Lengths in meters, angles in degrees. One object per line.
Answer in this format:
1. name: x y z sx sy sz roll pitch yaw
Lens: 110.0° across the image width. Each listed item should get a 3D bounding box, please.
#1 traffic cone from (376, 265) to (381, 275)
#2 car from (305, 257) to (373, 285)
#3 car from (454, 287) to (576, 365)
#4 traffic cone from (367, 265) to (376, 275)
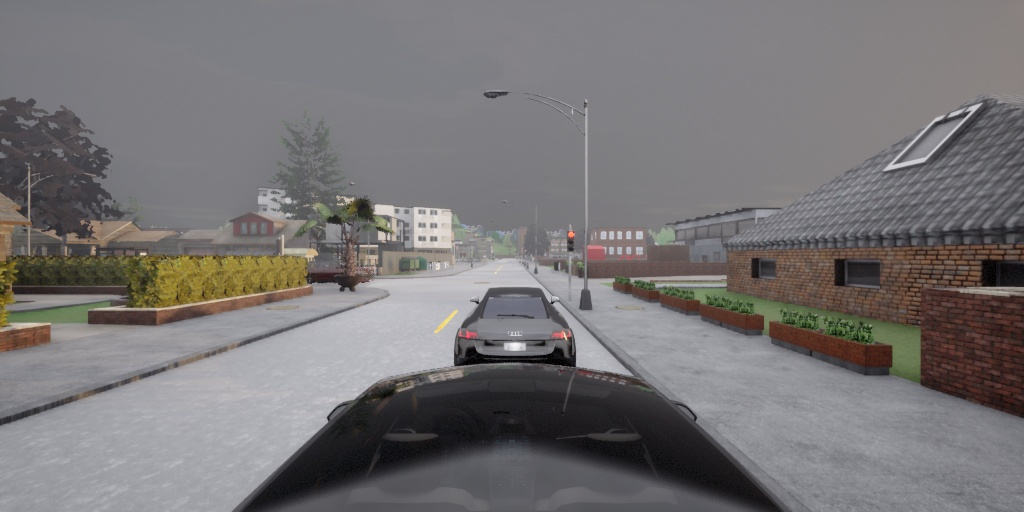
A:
1. traffic cone: -15.391 1.558 40.712 0.344 0.586 0.344 0 0 0
2. car: -12.074 1.102 24.844 4.553 1.767 2.097 0 0 -2
3. car: 0.059 1.314 7.326 1.994 1.385 4.181 0 0 0
4. traffic cone: -15.752 1.561 40.143 0.344 0.586 0.344 0 0 0
